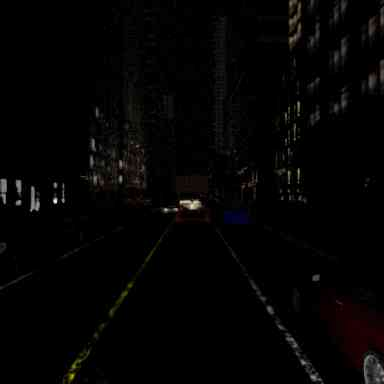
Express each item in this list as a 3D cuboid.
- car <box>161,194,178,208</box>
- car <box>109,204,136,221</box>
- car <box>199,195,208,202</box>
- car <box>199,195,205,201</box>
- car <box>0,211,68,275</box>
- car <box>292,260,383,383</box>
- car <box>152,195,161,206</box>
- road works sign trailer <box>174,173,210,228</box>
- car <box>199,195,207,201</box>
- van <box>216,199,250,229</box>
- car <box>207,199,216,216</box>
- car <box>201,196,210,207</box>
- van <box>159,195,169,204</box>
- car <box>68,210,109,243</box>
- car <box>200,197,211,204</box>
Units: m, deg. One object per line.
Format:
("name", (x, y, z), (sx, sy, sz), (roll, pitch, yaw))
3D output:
("car", (-3.061, 1.289, 50.399), (2.150, 2.045, 5.566), (0, 0, 0))
("car", (-5.680, 1.621, 27.354), (1.802, 1.307, 4.206), (0, 0, 0))
("car", (2.723, 1.516, 78.581), (1.967, 1.590, 4.097), (0, 0, 0))
("car", (2.716, 1.628, 61.503), (2.008, 1.369, 4.403), (0, 0, 0))
("car", (-5.687, 1.458, 10.278), (1.967, 1.590, 4.097), (0, 0, 0))
("car", (2.691, 1.591, 4.580), (1.802, 1.307, 4.206), (0, 0, 0))
("car", (-5.668, 1.624, 55.818), (2.008, 1.369, 4.403), (0, 0, 0))
("road works sign trailer", (0.009, 0.498, 22.678), (2.380, 3.560, 2.880), (0, 0, 0))
("car", (2.725, 1.514, 84.273), (1.967, 1.590, 4.097), (0, 0, 0))
("van", (2.699, 1.373, 21.657), (1.690, 1.788, 3.998), (0, 0, 0))
("car", (2.703, 1.628, 33.040), (1.802, 1.307, 4.206), (0, 0, 0))
("car", (2.711, 1.650, 50.118), (1.802, 1.307, 4.206), (0, 0, 0))
("van", (-5.662, 1.419, 67.203), (1.690, 1.788, 3.998), (0, 0, 0))
("car", (-5.684, 1.576, 15.970), (2.008, 1.369, 4.403), (0, 0, 0))
("car", (2.718, 1.629, 67.195), (2.008, 1.369, 4.403), (0, 0, 0))
